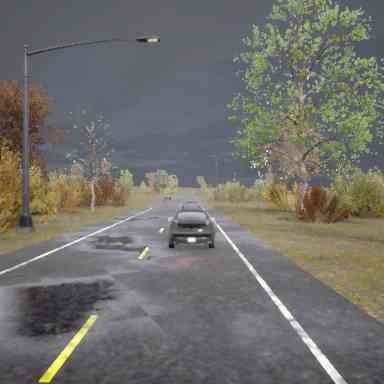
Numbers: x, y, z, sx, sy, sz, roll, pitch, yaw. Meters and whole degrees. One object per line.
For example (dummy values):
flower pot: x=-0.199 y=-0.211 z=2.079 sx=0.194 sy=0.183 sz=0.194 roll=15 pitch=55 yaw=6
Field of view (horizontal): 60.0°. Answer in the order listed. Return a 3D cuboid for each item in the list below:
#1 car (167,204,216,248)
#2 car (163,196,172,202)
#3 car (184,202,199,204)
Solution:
car: x=-0.017 y=1.515 z=14.655 sx=1.837 sy=1.490 sz=4.892 roll=0 pitch=0 yaw=0
car: x=-5.669 y=1.534 z=77.201 sx=1.895 sy=1.301 sz=4.718 roll=0 pitch=0 yaw=-8
car: x=-0.078 y=1.561 z=29.659 sx=2.033 sy=1.411 sz=5.357 roll=0 pitch=0 yaw=0
